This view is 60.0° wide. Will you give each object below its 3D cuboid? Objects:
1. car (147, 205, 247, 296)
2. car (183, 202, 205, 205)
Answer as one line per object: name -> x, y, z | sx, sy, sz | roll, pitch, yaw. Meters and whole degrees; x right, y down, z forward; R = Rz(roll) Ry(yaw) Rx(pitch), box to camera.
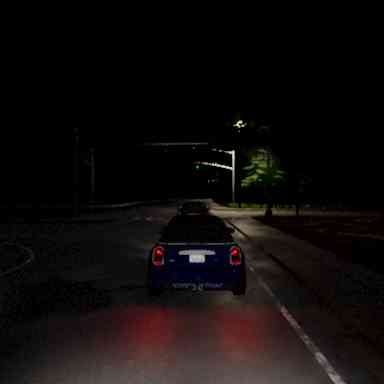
car -> 0.103, 1.379, 8.860 | 2.097, 1.767, 4.553 | 0, 0, 0
car -> 0.110, 1.410, 20.816 | 2.097, 1.767, 4.553 | 0, 0, 0
